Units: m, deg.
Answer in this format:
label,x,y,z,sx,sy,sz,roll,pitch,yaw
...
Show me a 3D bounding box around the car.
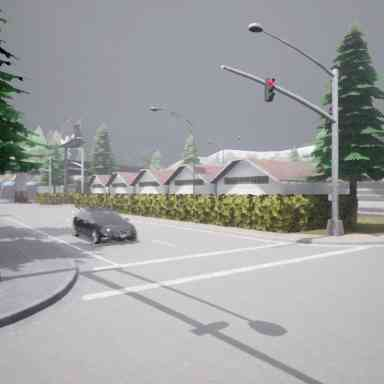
label,x,y,z,sx,sy,sz,roll,pitch,yaw
car,-4.342,1.587,16.002,1.837,1.490,4.892,0,1,-36
